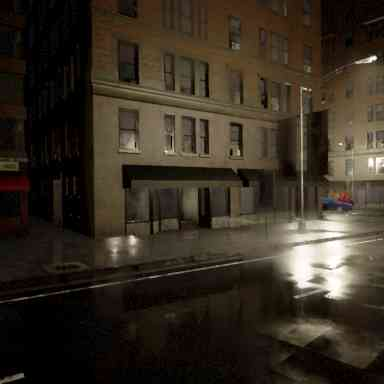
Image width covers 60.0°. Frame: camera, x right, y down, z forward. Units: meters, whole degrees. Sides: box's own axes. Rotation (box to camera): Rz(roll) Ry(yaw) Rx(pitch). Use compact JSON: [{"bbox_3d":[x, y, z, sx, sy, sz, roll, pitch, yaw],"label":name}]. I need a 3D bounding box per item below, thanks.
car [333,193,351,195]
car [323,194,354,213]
[{"bbox_3d":[17.151,1.083,40.800,2.192,1.841,5.009,0,1,-44],"label":"car"},{"bbox_3d":[14.436,1.344,35.280,1.882,1.535,5.008,-1,1,-44],"label":"car"}]
